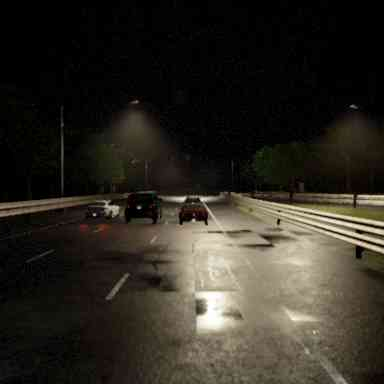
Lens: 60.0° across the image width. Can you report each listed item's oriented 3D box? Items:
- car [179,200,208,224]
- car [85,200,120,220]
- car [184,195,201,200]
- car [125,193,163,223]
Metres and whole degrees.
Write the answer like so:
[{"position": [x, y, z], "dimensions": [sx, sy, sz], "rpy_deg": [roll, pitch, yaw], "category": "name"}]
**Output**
[{"position": [0.104, 1.454, 23.078], "dimensions": [1.895, 1.301, 4.718], "rpy_deg": [0, 1, 0], "category": "car"}, {"position": [-6.881, 1.343, 25.818], "dimensions": [1.812, 1.442, 4.674], "rpy_deg": [0, 1, 0], "category": "car"}, {"position": [0.106, 1.092, 40.895], "dimensions": [2.128, 1.511, 4.902], "rpy_deg": [0, 1, 0], "category": "car"}, {"position": [-3.395, 1.062, 24.077], "dimensions": [2.150, 2.045, 5.566], "rpy_deg": [0, 1, 0], "category": "car"}]
